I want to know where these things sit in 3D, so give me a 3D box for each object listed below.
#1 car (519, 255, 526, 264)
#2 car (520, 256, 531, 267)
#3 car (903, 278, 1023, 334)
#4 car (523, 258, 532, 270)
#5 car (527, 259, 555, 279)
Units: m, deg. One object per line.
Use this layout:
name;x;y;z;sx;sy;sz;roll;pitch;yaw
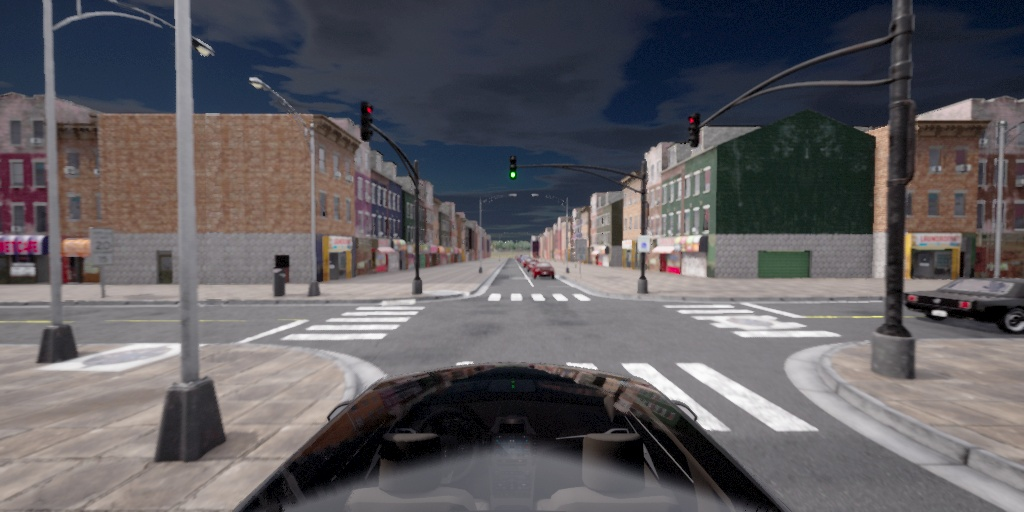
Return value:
car;2.512;0.940;57.823;1.967;1.591;4.097;0;0;0
car;2.524;1.070;52.291;1.888;1.381;4.507;0;0;0
car;13.882;1.270;9.784;4.718;1.301;1.895;0;1;0
car;2.548;1.156;41.226;1.802;1.307;4.207;0;0;0
car;2.572;1.168;30.161;1.888;1.381;4.507;0;0;0
